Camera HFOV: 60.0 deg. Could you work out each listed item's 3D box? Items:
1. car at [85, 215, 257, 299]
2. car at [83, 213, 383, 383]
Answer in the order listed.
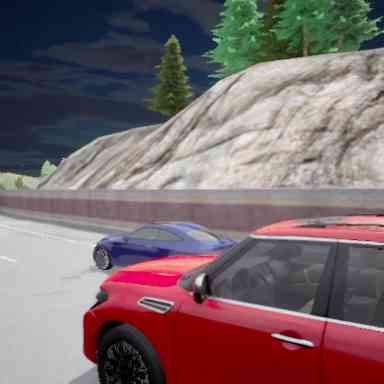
[{"bbox_3d":[-0.764,1.524,9.144,4.674,1.442,1.812,0,0,38],"label":"car"},{"bbox_3d":[1.386,1.229,3.073,5.566,2.045,2.150,0,0,36],"label":"car"}]
